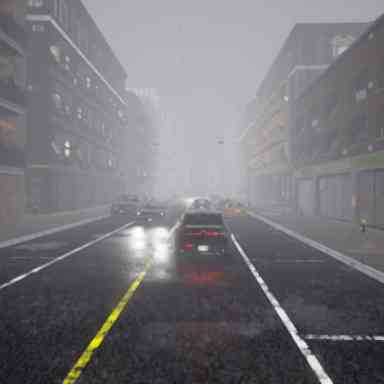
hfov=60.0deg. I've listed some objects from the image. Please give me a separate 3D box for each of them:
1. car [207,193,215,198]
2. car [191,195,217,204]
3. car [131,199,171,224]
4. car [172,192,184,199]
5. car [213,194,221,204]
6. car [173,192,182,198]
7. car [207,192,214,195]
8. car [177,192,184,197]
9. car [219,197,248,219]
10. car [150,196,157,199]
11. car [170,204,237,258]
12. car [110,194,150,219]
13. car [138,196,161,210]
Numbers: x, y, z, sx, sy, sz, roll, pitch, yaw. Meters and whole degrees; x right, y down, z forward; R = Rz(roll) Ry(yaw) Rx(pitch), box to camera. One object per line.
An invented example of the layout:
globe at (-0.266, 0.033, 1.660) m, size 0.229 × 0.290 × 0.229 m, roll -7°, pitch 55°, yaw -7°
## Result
car at (5.010, 0.857, 88.253) m, size 1.947 × 1.339 × 4.313 m, roll 1°, pitch 0°, yaw 2°
car at (0.863, 1.306, 29.719) m, size 2.033 × 1.411 × 5.357 m, roll 0°, pitch 0°, yaw 2°
car at (-2.522, 1.399, 22.619) m, size 1.895 × 1.301 × 4.718 m, roll 0°, pitch 0°, yaw 2°
car at (-3.666, 0.885, 77.211) m, size 2.008 × 1.369 × 4.403 m, roll 1°, pitch 0°, yaw 2°
car at (3.662, 1.255, 37.547) m, size 1.887 × 1.381 × 4.507 m, roll 1°, pitch 0°, yaw 2°
car at (-3.517, 0.838, 82.845) m, size 2.008 × 1.369 × 4.403 m, roll 1°, pitch 0°, yaw 2°
car at (4.262, 1.076, 60.082) m, size 2.008 × 1.369 × 4.403 m, roll 1°, pitch 0°, yaw 2°
car at (-3.217, 0.738, 94.114) m, size 1.887 × 1.381 × 4.507 m, roll 1°, pitch 0°, yaw 2°
car at (3.367, 1.326, 26.448) m, size 1.752 × 1.417 × 4.829 m, roll 1°, pitch 0°, yaw 2°
car at (-4.864, 1.146, 32.137) m, size 1.967 × 1.590 × 4.097 m, roll 1°, pitch 0°, yaw 2°
car at (0.399, 1.405, 12.298) m, size 1.837 × 1.490 × 4.892 m, roll 0°, pitch 0°, yaw 2°
car at (-5.012, 1.067, 26.503) m, size 2.192 × 1.841 × 5.009 m, roll 1°, pitch 0°, yaw 2°
car at (-4.715, 1.204, 37.774) m, size 1.887 × 1.381 × 4.507 m, roll 1°, pitch 0°, yaw 2°
